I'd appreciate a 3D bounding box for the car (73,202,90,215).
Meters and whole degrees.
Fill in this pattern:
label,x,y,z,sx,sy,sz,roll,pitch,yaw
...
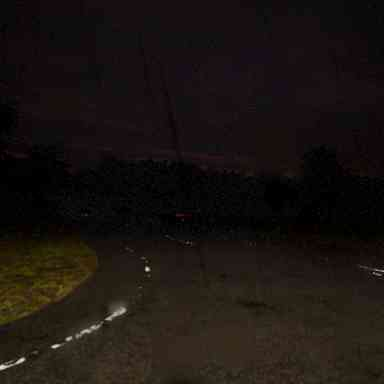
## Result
label,x,y,z,sx,sy,sz,roll,pitch,yaw
car,-16.972,2.732,51.447,1.994,1.385,4.181,3,-3,-22

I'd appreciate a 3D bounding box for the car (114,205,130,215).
label,x,y,z,sx,sy,sz,roll,pitch,yaw
car,-12.259,2.980,57.947,2.097,1.767,4.553,3,-3,-23

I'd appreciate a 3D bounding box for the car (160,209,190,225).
label,x,y,z,sx,sy,sz,roll,pitch,yaw
car,-1.786,2.506,33.895,2.128,1.511,4.902,3,-3,-23
